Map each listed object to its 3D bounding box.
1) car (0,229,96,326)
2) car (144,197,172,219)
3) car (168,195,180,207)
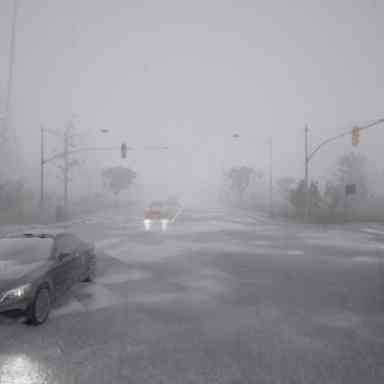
[{"bbox_3d":[-3.484,1.600,7.333,1.812,1.442,4.674,0,-1,0],"label":"car"},{"bbox_3d":[-3.435,1.660,33.103,2.097,1.767,4.553,0,-1,0],"label":"car"},{"bbox_3d":[-3.399,1.616,59.235,2.150,2.045,5.566,0,0,0],"label":"car"}]
